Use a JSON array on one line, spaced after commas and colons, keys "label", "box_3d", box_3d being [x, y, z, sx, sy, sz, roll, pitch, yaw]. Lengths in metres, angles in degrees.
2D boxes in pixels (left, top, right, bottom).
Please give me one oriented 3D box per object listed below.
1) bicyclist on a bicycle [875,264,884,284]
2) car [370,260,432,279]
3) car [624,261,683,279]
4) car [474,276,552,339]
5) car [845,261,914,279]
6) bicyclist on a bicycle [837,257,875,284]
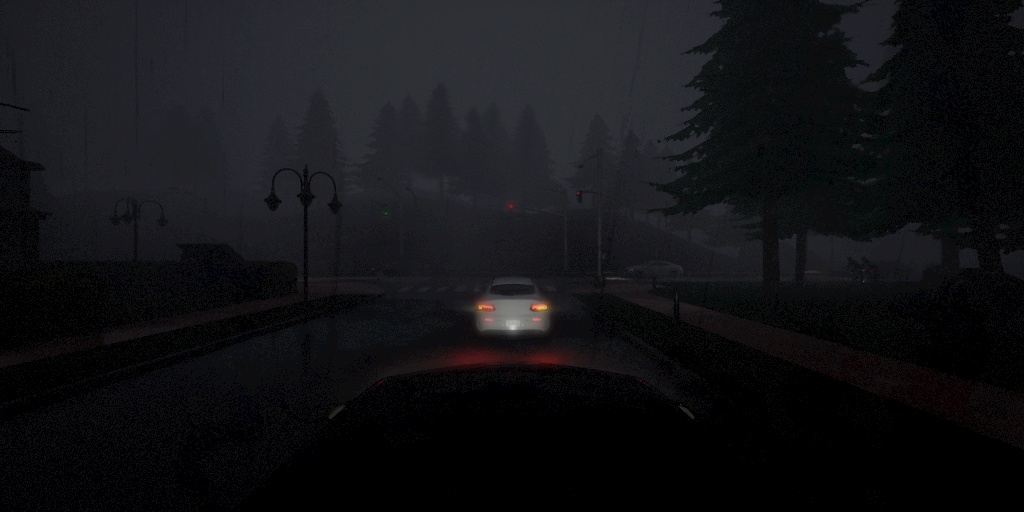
[{"label": "bicyclist on a bicycle", "box_3d": [21.777, 0.892, 21.987, 0.582, 1.620, 1.656, 0, 0, -14]}, {"label": "car", "box_3d": [-9.165, 1.078, 29.736, 4.902, 1.511, 2.128, 0, 0, 0]}, {"label": "car", "box_3d": [11.749, 1.113, 29.882, 4.674, 1.442, 1.812, 0, 0, 0]}, {"label": "car", "box_3d": [0.021, 1.276, 9.964, 1.812, 1.442, 4.674, 0, 0, 0]}, {"label": "car", "box_3d": [30.637, 1.124, 29.920, 4.674, 1.442, 1.812, 0, 0, 0]}, {"label": "bicyclist on a bicycle", "box_3d": [21.130, 0.891, 22.247, 0.582, 1.620, 1.656, 0, 0, -16]}]
